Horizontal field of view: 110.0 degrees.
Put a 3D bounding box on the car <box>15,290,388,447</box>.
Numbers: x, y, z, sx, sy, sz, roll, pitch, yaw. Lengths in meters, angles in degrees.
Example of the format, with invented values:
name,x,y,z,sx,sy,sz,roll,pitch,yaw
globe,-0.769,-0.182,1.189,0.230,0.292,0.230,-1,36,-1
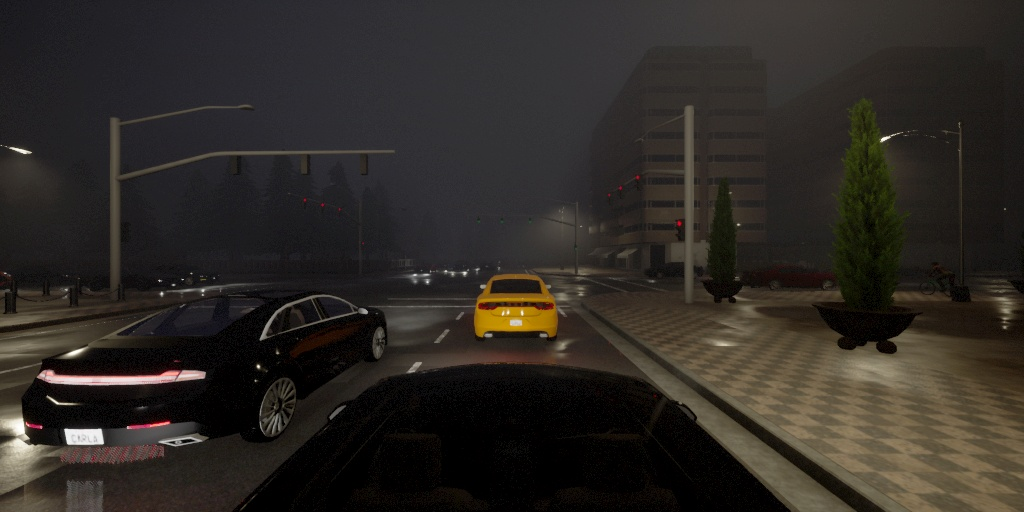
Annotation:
name,x,y,z,sx,sy,sz,roll,pitch,yaw
car,-3.425,1.242,5.313,2.128,1.511,4.902,0,0,0

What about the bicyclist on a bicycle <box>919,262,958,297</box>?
name,x,y,z,sx,sy,sz,roll,pitch,yaw
bicyclist on a bicycle,20.278,1.106,17.026,0.582,1.620,1.656,0,0,0

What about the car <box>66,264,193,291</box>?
name,x,y,z,sx,sy,sz,roll,pitch,yaw
car,-22.995,1.353,21.688,5.357,1.411,2.033,0,0,3

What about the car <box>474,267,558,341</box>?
name,x,y,z,sx,sy,sz,roll,pitch,yaw
car,0.101,1.228,9.897,1.882,1.535,5.008,0,0,0

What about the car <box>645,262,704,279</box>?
name,x,y,z,sx,sy,sz,roll,pitch,yaw
car,14.628,1.283,32.491,5.008,1.535,1.882,0,0,0

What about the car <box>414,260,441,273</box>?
name,x,y,z,sx,sy,sz,roll,pitch,yaw
car,-10.394,1.351,43.599,1.895,1.301,4.718,0,0,1

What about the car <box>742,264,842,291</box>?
name,x,y,z,sx,sy,sz,roll,pitch,yaw
car,16.775,1.283,21.797,5.008,1.535,1.882,0,0,0

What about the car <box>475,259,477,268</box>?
name,x,y,z,sx,sy,sz,roll,pitch,yaw
car,-5.524,1.255,57.718,1.837,1.490,4.892,0,0,15

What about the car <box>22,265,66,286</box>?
name,x,y,z,sx,sy,sz,roll,pitch,yaw
car,-32.458,1.331,25.147,4.674,1.442,1.812,0,0,0

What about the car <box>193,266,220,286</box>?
name,x,y,z,sx,sy,sz,roll,pitch,yaw
car,-23.323,1.310,25.165,4.892,1.490,1.837,0,0,0

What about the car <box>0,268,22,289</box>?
name,x,y,z,sx,sy,sz,roll,pitch,yaw
car,-33.448,1.161,21.634,4.553,1.767,2.097,0,0,0

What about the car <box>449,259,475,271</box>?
name,x,y,z,sx,sy,sz,roll,pitch,yaw
car,-6.685,1.228,48.383,1.882,1.535,5.008,0,0,3

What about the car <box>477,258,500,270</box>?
name,x,y,z,sx,sy,sz,roll,pitch,yaw
car,-3.134,1.314,48.965,1.994,1.385,4.181,0,0,4

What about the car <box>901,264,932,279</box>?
name,x,y,z,sx,sy,sz,roll,pitch,yaw
car,34.904,1.406,32.547,4.718,1.301,1.895,0,0,0

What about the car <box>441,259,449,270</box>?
name,x,y,z,sx,sy,sz,roll,pitch,yaw
car,-9.804,1.228,52.985,1.882,1.535,5.008,0,0,7

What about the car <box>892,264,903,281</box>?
name,x,y,z,sx,sy,sz,roll,pitch,yaw
car,24.057,1.406,25.321,4.718,1.301,1.895,0,0,0
